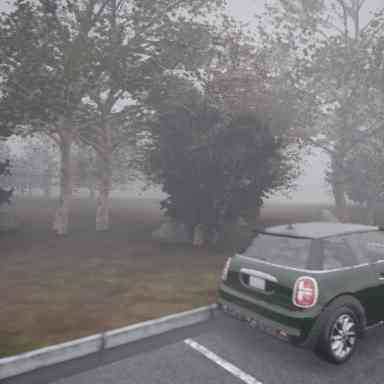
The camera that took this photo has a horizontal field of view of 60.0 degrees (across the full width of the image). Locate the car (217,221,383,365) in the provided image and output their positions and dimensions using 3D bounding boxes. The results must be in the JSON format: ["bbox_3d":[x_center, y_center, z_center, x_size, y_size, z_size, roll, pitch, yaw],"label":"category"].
[{"bbox_3d":[2.726,1.332,6.003,4.553,1.767,2.185,0,0,-33],"label":"car"}]
